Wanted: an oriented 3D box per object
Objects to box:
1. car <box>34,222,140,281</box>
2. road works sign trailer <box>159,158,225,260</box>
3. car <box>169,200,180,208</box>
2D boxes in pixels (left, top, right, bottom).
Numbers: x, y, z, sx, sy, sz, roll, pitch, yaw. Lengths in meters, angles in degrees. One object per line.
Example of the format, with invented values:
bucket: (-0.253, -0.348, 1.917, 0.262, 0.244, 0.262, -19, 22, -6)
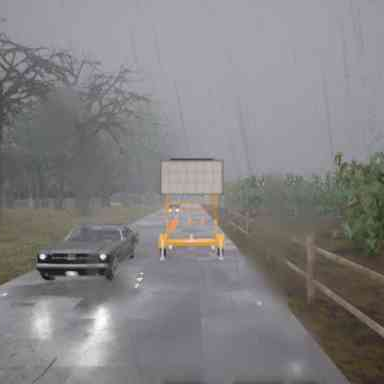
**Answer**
car: (-2.855, 1.639, 10.104, 1.895, 1.301, 4.718, 0, 0, 0)
road works sign trailer: (-0.008, 0.515, 12.705, 2.380, 3.560, 2.880, 0, 0, 0)
car: (-2.865, 1.963, 53.680, 2.033, 1.411, 5.357, 0, -1, 0)
